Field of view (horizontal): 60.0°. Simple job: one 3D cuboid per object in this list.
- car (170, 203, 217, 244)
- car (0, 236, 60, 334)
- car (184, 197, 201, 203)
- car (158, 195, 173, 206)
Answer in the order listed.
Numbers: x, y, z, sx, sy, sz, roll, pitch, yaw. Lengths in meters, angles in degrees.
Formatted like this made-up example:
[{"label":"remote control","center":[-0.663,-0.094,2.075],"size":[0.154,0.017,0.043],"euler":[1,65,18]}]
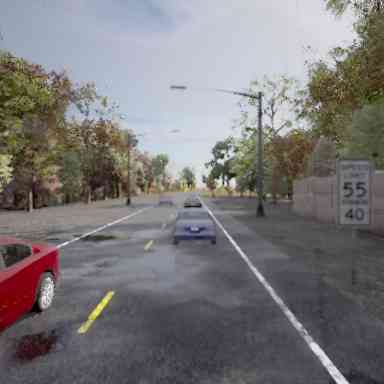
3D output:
[{"label":"car","center":[0.103,1.429,15.039],"size":[2.033,1.411,5.357],"euler":[0,0,0]},{"label":"car","center":[-3.594,1.433,4.693],"size":[1.882,1.535,5.008],"euler":[1,1,0]},{"label":"car","center":[0.101,1.249,38.463],"size":[1.994,1.385,4.181],"euler":[0,1,0]},{"label":"car","center":[-3.571,1.163,45.860],"size":[2.033,1.411,5.357],"euler":[0,1,0]}]
